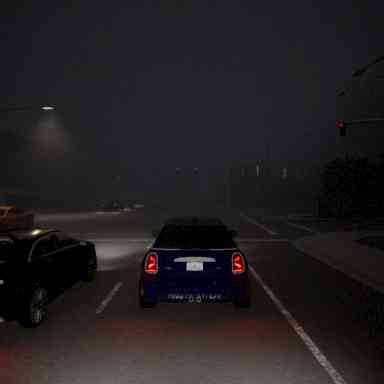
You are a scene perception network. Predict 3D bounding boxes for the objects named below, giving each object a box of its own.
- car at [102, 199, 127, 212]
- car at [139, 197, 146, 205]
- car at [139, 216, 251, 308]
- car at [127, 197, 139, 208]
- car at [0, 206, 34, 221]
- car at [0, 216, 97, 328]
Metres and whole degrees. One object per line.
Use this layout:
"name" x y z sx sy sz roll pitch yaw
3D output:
"car" -10.683 1.692 44.948 2.097 1.767 4.553 0 0 0
"car" -10.644 1.769 67.898 2.128 1.511 4.902 0 1 0
"car" 0.057 1.364 8.112 2.097 1.767 4.553 0 0 0
"car" -10.695 1.878 55.038 2.128 1.511 4.902 0 0 0
"car" -10.635 1.555 18.442 1.882 1.535 5.008 0 -1 0
"car" -3.448 1.503 6.971 2.128 1.511 4.902 0 0 0
